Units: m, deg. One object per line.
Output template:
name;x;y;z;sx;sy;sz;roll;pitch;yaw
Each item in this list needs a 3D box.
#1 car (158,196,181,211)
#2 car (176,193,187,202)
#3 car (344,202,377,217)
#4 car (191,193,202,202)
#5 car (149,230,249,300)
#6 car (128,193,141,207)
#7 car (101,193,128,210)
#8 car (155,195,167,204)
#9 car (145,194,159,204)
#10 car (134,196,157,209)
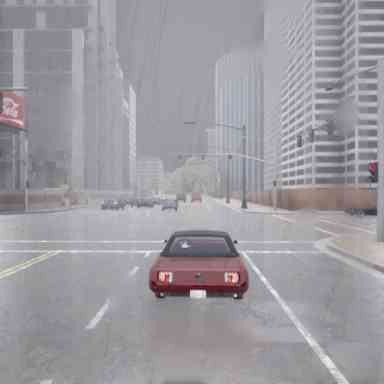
car;-2.727;1.547;41.637;2.033;1.411;5.357;0;0;-1
car;-2.495;1.221;76.221;2.150;2.045;5.566;0;0;1
car;16.512;1.601;30.358;4.718;1.301;1.895;0;0;0
car;0.966;1.216;73.292;2.150;2.045;5.566;0;0;1
car;0.221;1.601;8.376;1.895;1.301;4.718;0;0;3
car;-9.900;1.221;51.965;2.150;2.045;5.566;0;0;1
car;-10.049;1.352;42.383;2.097;1.767;4.553;0;0;1
car;-6.136;1.477;67.215;1.882;1.535;5.008;0;0;1
car;-6.349;1.564;56.767;1.994;1.385;4.181;0;0;0
car;-6.489;1.601;46.764;1.895;1.301;4.718;0;0;1
